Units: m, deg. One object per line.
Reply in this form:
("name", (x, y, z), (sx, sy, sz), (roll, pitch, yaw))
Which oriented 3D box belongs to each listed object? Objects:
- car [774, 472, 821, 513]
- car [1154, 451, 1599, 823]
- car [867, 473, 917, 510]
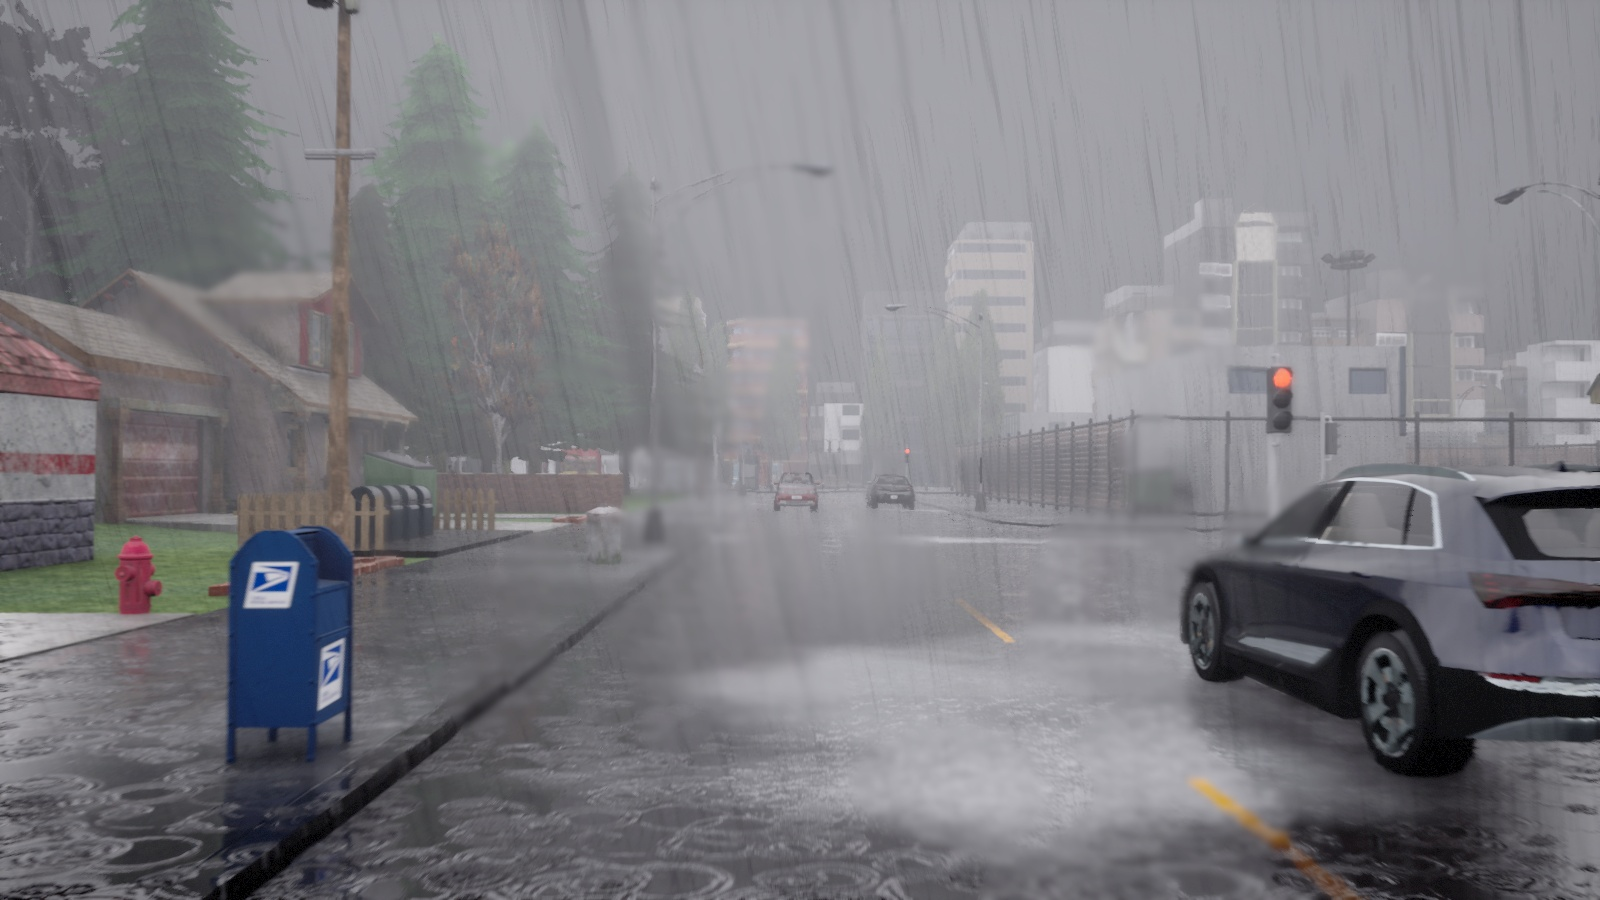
("car", (-0.119, 1.655, 49.531), (1.789, 1.549, 3.705), (0, -1, -1))
("car", (3.990, 0.869, 8.027), (2.033, 1.649, 4.856), (0, -1, -1))
("car", (3.881, 1.742, 53.429), (1.816, 1.474, 4.193), (0, -1, 0))
